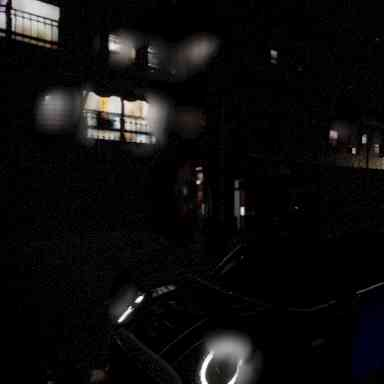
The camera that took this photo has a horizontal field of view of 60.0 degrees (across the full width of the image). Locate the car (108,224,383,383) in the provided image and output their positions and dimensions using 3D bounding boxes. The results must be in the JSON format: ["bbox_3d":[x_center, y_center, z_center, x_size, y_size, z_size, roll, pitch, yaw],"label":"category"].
[{"bbox_3d":[1.290,1.344,4.287,4.553,1.767,2.097,0,0,-36],"label":"car"}]
